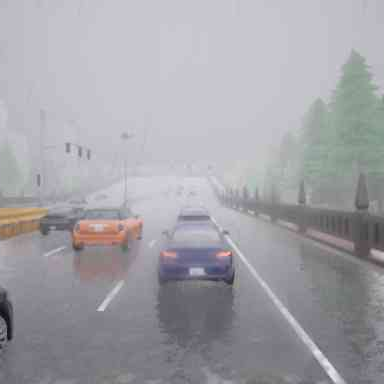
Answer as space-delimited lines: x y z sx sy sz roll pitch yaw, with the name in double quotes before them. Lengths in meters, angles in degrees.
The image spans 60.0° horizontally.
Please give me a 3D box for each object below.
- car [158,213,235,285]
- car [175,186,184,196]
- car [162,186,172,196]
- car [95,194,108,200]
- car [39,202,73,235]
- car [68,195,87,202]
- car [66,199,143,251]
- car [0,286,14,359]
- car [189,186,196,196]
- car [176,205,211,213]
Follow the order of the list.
"car" 0.103 1.540 9.372 1.812 1.442 4.674 0 0 0
"car" -3.390 0.082 87.447 1.837 1.490 4.892 0 7 0
"car" -6.890 0.106 87.471 1.812 1.442 4.674 0 7 0
"car" -20.951 1.072 77.040 2.033 1.411 5.357 0 3 0
"car" -6.897 1.533 18.895 1.837 1.490 4.892 0 0 0
"car" -21.016 1.432 61.202 2.097 1.767 4.553 0 0 1
"car" -3.397 1.373 14.245 2.097 1.767 4.553 0 0 0
"car" -3.400 1.496 2.729 2.128 1.511 4.902 0 0 0
"car" 0.110 0.060 87.426 1.882 1.535 5.008 0 7 0
"car" 0.104 1.506 19.037 1.882 1.535 5.008 0 0 0
